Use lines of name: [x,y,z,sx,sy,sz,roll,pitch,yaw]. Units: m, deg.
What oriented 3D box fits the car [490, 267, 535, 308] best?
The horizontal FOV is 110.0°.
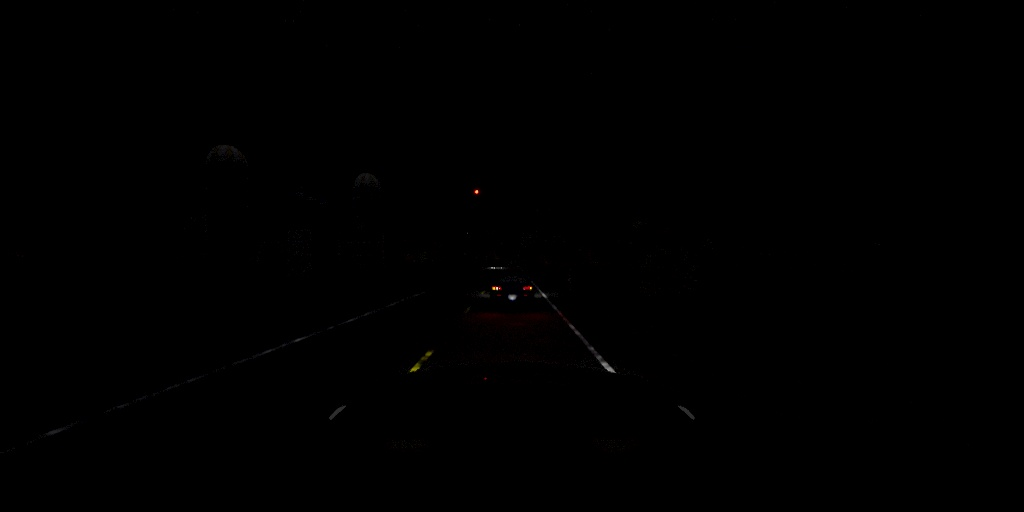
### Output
car: [0.010,1.404,15.872,1.812,1.442,4.674,0,-1,0]
